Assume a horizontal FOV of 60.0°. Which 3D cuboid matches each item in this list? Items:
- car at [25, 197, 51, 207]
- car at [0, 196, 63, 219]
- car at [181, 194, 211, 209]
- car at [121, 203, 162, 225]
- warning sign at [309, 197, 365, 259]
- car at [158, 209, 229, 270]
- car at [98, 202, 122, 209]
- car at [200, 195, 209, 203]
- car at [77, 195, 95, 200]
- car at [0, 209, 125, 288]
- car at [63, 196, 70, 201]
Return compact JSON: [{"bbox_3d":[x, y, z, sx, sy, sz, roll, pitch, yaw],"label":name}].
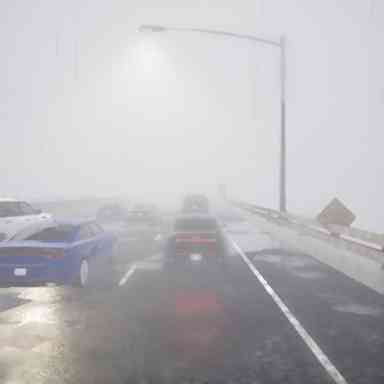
[{"bbox_3d":[-23.756,1.508,51.407,1.994,1.385,4.181,0,0,2],"label":"car"},{"bbox_3d":[-6.881,1.202,11.747,2.150,2.045,5.566,0,0,1],"label":"car"},{"bbox_3d":[0.297,1.183,26.631,2.150,2.045,5.566,0,0,1],"label":"car"},{"bbox_3d":[-3.267,1.511,23.927,2.033,1.411,5.357,0,0,1],"label":"car"},{"bbox_3d":[4.575,1.097,10.601,1.300,1.860,1.060,-1,-1,0],"label":"warning sign"},{"bbox_3d":[0.116,1.480,10.956,1.837,1.490,4.892,0,-1,0],"label":"car"},{"bbox_3d":[-6.664,1.522,28.357,1.994,1.385,4.181,0,0,1],"label":"car"},{"bbox_3d":[2.714,1.461,70.130,1.812,1.442,4.674,0,0,2],"label":"car"},{"bbox_3d":[-16.714,1.295,52.605,2.097,1.767,4.553,0,0,2],"label":"car"},{"bbox_3d":[-3.421,1.461,9.179,1.882,1.535,5.008,0,0,1],"label":"car"},{"bbox_3d":[-20.272,1.449,51.004,1.837,1.490,4.892,0,0,2],"label":"car"}]
